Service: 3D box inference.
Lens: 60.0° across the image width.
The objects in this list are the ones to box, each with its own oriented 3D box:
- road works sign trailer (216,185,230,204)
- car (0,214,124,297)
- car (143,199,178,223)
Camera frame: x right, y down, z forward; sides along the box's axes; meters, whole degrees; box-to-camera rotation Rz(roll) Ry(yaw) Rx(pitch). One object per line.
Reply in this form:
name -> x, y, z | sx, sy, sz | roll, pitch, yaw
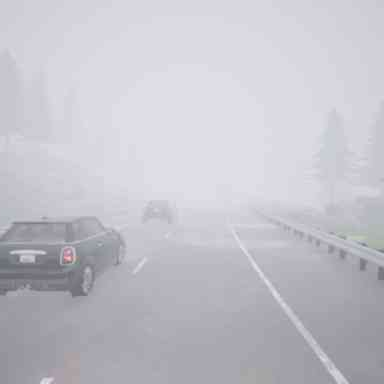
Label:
road works sign trailer -> 5.839, 0.462, 61.892 | 2.380, 3.560, 2.880 | 0, 0, 12
car -> -3.223, 1.349, 8.749 | 2.097, 1.767, 4.553 | 0, 0, 1
car -> -2.335, 1.347, 25.489 | 2.097, 1.767, 4.553 | 0, 0, 4
